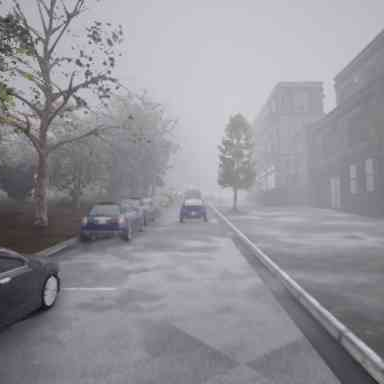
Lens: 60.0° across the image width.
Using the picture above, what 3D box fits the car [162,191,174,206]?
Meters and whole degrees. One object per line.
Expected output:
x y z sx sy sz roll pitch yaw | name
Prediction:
-3.645 0.997 38.538 1.946 1.575 5.366 0 1 2 | car

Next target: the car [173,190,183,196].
-3.651 0.163 88.476 2.097 1.535 5.008 0 1 2 | car

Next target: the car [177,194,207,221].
0.102 1.219 24.451 1.882 1.535 5.008 0 1 0 | car

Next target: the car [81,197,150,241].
-3.654 1.224 16.037 2.185 1.767 4.553 0 1 2 | car

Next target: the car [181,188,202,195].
0.100 0.669 42.758 2.150 2.045 5.566 0 0 0 | car

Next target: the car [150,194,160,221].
-3.654 1.140 21.608 2.185 1.767 4.553 0 1 2 | car

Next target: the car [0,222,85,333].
-3.634 1.478 4.902 2.231 1.521 4.892 1 1 2 | car

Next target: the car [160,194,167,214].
-3.653 1.180 27.205 2.231 1.521 4.892 0 1 2 | car

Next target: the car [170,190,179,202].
-3.651 0.850 49.523 2.163 1.488 4.792 0 1 2 | car

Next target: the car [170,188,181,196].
-3.652 0.537 66.199 2.097 1.535 5.008 0 1 2 | car

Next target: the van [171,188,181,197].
-3.647 0.120 77.456 1.878 1.987 4.442 0 1 2 | van
